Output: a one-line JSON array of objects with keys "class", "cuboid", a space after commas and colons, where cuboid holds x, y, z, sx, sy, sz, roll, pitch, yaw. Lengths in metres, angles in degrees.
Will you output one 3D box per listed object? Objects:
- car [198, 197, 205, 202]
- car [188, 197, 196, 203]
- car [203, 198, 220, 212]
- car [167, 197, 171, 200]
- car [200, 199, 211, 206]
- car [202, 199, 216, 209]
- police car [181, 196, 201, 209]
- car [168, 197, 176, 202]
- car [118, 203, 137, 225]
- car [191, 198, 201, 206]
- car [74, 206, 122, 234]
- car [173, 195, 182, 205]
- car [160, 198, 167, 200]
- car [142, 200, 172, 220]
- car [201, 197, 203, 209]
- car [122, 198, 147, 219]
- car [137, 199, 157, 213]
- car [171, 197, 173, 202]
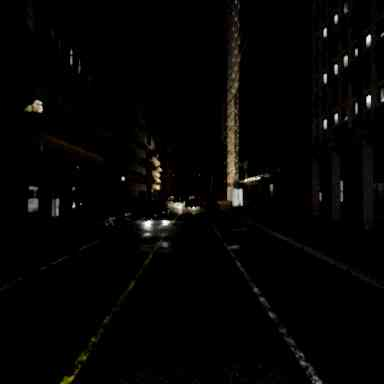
[{"class": "car", "cuboid": [2.673, 2.192, 93.451, 1.887, 1.381, 4.507, 0, 0, 0]}, {"class": "car", "cuboid": [-0.015, 2.071, 89.112, 2.128, 1.511, 4.902, 0, 0, 0]}, {"class": "car", "cuboid": [2.682, 1.808, 42.786, 1.752, 1.417, 4.829, 0, 0, 0]}, {"class": "car", "cuboid": [-5.702, 2.004, 65.208, 1.947, 1.339, 4.313, 0, 0, 0]}, {"class": "car", "cuboid": [2.679, 2.005, 65.210, 1.947, 1.339, 4.313, 0, 0, 0]}, {"class": "car", "cuboid": [2.680, 1.910, 53.913, 2.008, 1.369, 4.403, 0, 0, 0]}, {"class": "police car", "cuboid": [0.238, 1.780, 53.411, 1.930, 1.638, 5.238, 0, 0, -18]}, {"class": "car", "cuboid": [-5.707, 2.087, 93.451, 1.967, 1.590, 4.097, 0, 0, 0]}, {"class": "car", "cuboid": [-5.695, 1.748, 25.669, 1.802, 1.307, 4.206, 0, 0, 0]}, {"class": "car", "cuboid": [0.770, 1.931, 63.442, 1.837, 1.490, 4.892, 0, 0, 1]}, {"class": "car", "cuboid": [-5.694, 1.709, 20.020, 1.802, 1.307, 4.206, 0, 0, 0]}, {"class": "car", "cuboid": [-3.013, 1.720, 73.975, 2.150, 2.045, 5.566, 0, 0, 0]}, {"class": "car", "cuboid": [-5.700, 1.909, 53.911, 2.008, 1.369, 4.403, 0, 0, 0]}, {"class": "car", "cuboid": [-3.103, 1.725, 30.650, 1.812, 1.442, 4.674, 0, 0, 0]}, {"class": "car", "cuboid": [2.682, 1.760, 48.264, 1.967, 1.590, 4.097, 0, 0, 0]}, {"class": "car", "cuboid": [-5.697, 1.519, 31.319, 2.192, 1.841, 5.009, 0, 0, 0]}, {"class": "car", "cuboid": [-5.698, 1.721, 42.616, 1.967, 1.590, 4.097, 0, 0, 0]}, {"class": "car", "cuboid": [-5.703, 2.003, 70.687, 1.752, 1.417, 4.829, 0, 0, 0]}]
